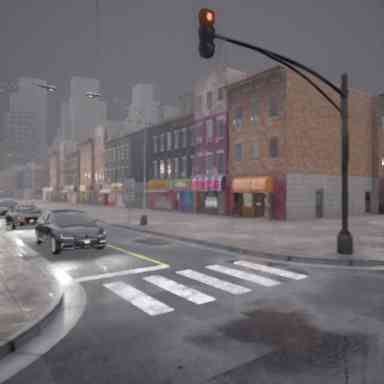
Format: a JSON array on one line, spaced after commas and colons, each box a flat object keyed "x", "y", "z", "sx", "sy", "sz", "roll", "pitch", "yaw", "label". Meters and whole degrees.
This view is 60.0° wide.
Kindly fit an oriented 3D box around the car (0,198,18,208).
[{"x": -28.048, "y": 1.598, "z": 50.990, "sx": 1.994, "sy": 1.385, "sz": 4.181, "roll": 0, "pitch": 0, "yaw": -36, "label": "car"}]

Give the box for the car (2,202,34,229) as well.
[{"x": -10.839, "y": 1.569, "z": 21.737, "sx": 1.994, "sy": 1.385, "sz": 4.181, "roll": 0, "pitch": 0, "yaw": -35, "label": "car"}]

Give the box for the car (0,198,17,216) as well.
[{"x": -16.888, "y": 1.563, "z": 30.248, "sx": 2.033, "sy": 1.411, "sz": 5.357, "roll": 0, "pitch": 0, "yaw": -35, "label": "car"}]

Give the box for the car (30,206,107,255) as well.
[{"x": -5.094, "y": 1.503, "z": 13.675, "sx": 1.837, "sy": 1.490, "sz": 4.892, "roll": 0, "pitch": 0, "yaw": -36, "label": "car"}]
